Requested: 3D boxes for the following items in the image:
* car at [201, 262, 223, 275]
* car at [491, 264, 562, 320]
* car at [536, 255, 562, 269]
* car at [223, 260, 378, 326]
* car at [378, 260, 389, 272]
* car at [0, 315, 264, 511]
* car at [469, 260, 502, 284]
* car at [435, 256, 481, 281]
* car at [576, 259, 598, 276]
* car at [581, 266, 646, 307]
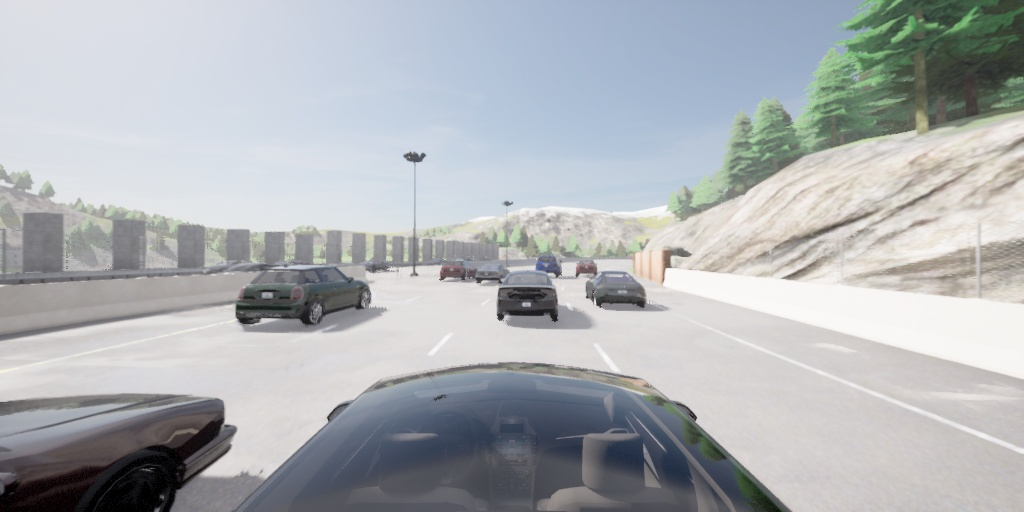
[{"bbox_3d":[-16.311,1.206,22.148,1.837,1.490,4.892,0,0,7],"label":"car"},{"bbox_3d":[0.582,1.224,12.655,1.882,1.535,5.008,0,0,4],"label":"car"},{"bbox_3d":[3.571,0.967,34.538,2.150,2.045,5.566,0,0,11],"label":"car"},{"bbox_3d":[-6.479,1.081,11.781,2.097,1.767,4.553,0,0,3],"label":"car"},{"bbox_3d":[-16.401,1.182,42.269,2.128,1.511,4.902,0,0,13],"label":"car"},{"bbox_3d":[-3.358,1.290,0.672,2.033,1.411,5.357,0,0,0],"label":"car"},{"bbox_3d":[-1.363,1.283,26.973,2.033,1.411,5.357,0,0,9],"label":"car"},{"bbox_3d":[-4.366,1.079,29.980,2.097,1.767,4.553,0,0,9],"label":"car"},{"bbox_3d":[7.662,1.107,36.761,2.097,1.767,4.553,0,0,12],"label":"car"},{"bbox_3d":[4.322,1.319,15.501,1.994,1.385,4.181,0,0,5],"label":"car"}]
